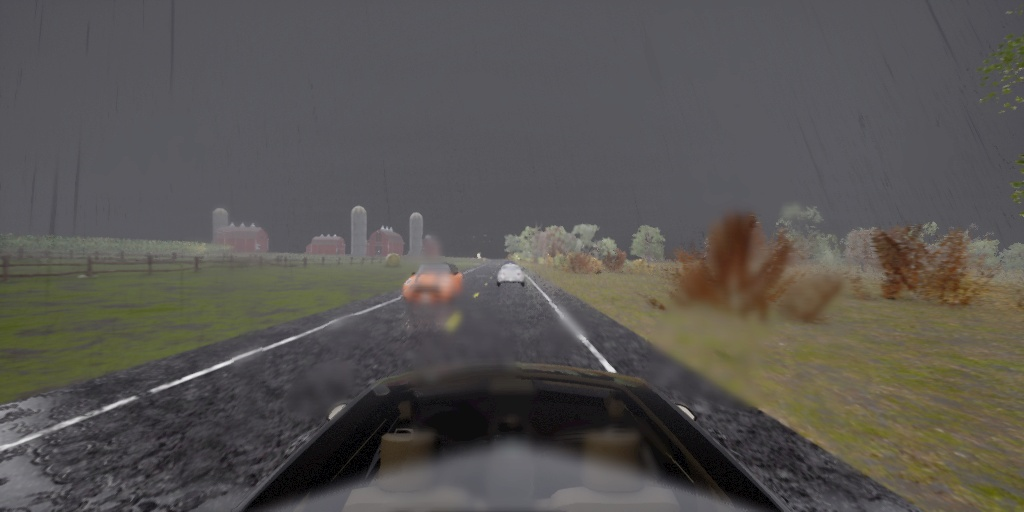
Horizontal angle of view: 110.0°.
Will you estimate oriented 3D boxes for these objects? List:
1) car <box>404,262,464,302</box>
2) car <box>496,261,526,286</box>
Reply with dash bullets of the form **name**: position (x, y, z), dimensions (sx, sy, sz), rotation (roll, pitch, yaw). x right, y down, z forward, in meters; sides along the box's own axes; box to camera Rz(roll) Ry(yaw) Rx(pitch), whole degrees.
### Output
- **car**: position (-3.543, 1.106, 16.990), dimensions (2.097, 1.767, 4.553), rotation (0, 0, 0)
- **car**: position (-0.091, 1.296, 25.304), dimensions (1.812, 1.442, 4.674), rotation (0, 0, 0)
